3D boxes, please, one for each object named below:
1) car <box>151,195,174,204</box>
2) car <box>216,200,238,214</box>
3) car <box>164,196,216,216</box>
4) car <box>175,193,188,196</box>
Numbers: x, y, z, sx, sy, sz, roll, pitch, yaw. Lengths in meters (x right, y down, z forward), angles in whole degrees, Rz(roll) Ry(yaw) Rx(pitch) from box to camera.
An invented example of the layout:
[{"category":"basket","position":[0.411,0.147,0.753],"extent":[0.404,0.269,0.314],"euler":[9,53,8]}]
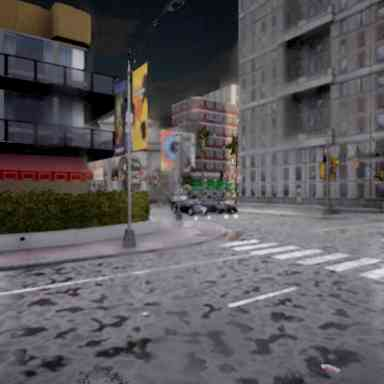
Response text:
[{"category":"car","position":[-5.890,1.450,59.840],"extent":[1.837,1.490,4.892],"euler":[0,0,-44]},{"category":"car","position":[2.396,1.507,34.692],"extent":[2.033,1.411,5.357],"euler":[0,0,-35]},{"category":"car","position":[-0.289,1.457,32.428],"extent":[2.128,1.511,4.902],"euler":[0,0,-35]},{"category":"car","position":[-2.177,1.158,62.521],"extent":[2.150,2.045,5.566],"euler":[0,0,-15]}]
